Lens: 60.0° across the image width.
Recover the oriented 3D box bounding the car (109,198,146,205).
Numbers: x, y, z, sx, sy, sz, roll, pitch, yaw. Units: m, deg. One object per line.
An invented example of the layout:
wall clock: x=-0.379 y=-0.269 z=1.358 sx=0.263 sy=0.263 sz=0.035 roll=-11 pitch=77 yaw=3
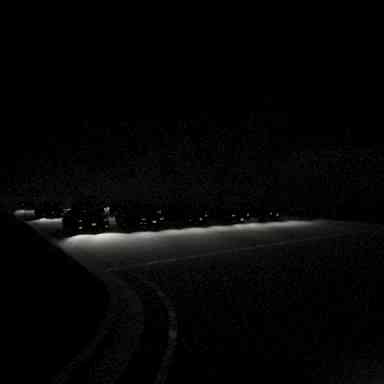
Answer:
car: x=-6.846 y=1.543 z=33.768 sx=1.882 sy=1.535 sz=5.008 roll=0 pitch=0 yaw=-32

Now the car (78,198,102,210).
car: x=-13.799 y=1.600 z=44.876 sx=1.837 sy=1.490 sz=4.892 roll=0 pitch=0 yaw=-32

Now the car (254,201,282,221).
car: x=5.287 y=1.542 z=27.641 sx=1.837 sy=1.490 sz=4.892 roll=0 pitch=0 yaw=-32

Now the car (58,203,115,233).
car: x=-6.454 y=1.607 z=20.006 sx=1.994 sy=1.385 sz=4.181 roll=0 pitch=0 yaw=-32

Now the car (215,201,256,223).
car: x=2.174 y=1.587 z=26.010 sx=2.033 sy=1.411 sz=5.357 roll=0 pitch=0 yaw=-32

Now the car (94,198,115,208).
car: x=-13.556 y=1.669 z=51.147 sx=1.994 sy=1.385 sz=4.181 roll=0 pitch=0 yaw=-32

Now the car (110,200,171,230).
car: x=-3.530 y=1.546 z=21.933 sx=1.837 sy=1.490 sz=4.892 roll=0 pitch=0 yaw=-32

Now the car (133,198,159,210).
car: x=-6.397 y=1.612 z=46.229 sx=1.812 sy=1.442 sz=4.674 roll=0 pitch=1 yaw=-32

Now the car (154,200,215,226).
car: x=-0.689 y=1.545 z=23.991 sx=1.837 sy=1.490 sz=4.892 roll=0 pitch=0 yaw=-32

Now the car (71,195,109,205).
car: x=-10.403 y=1.293 z=32.844 sx=2.150 sy=2.045 sz=5.566 roll=0 pitch=0 yaw=-32

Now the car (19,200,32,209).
car: x=-22.949 y=1.713 z=46.374 sx=1.895 sy=1.301 sz=4.718 roll=0 pitch=0 yaw=-32

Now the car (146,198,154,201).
car: x=-4.570 y=1.615 z=36.714 sx=2.033 sy=1.411 sz=5.357 roll=0 pitch=0 yaw=-32

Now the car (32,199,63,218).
car: x=-13.214 y=1.635 z=30.745 sx=1.994 sy=1.385 sz=4.181 roll=0 pitch=0 yaw=-32

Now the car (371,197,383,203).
car: x=37.265 y=1.583 z=64.298 sx=2.033 sy=1.411 sz=5.357 roll=0 pitch=0 yaw=-17
